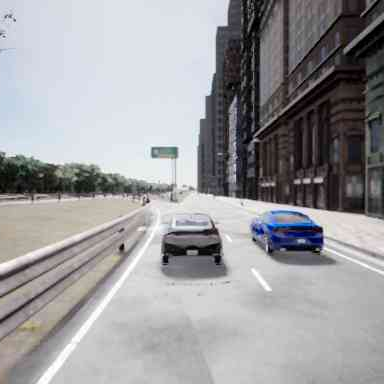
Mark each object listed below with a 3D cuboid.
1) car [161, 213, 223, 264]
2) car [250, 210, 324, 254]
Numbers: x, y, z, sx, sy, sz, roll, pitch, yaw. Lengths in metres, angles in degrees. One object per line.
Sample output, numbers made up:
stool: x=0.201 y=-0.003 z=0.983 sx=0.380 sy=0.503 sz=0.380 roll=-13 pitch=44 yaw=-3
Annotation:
car: x=-0.044 y=1.468 z=11.681 sx=2.128 sy=1.511 sz=4.902 roll=0 pitch=0 yaw=-1
car: x=3.594 y=1.453 z=13.378 sx=1.882 sy=1.535 sz=5.008 roll=0 pitch=0 yaw=0
